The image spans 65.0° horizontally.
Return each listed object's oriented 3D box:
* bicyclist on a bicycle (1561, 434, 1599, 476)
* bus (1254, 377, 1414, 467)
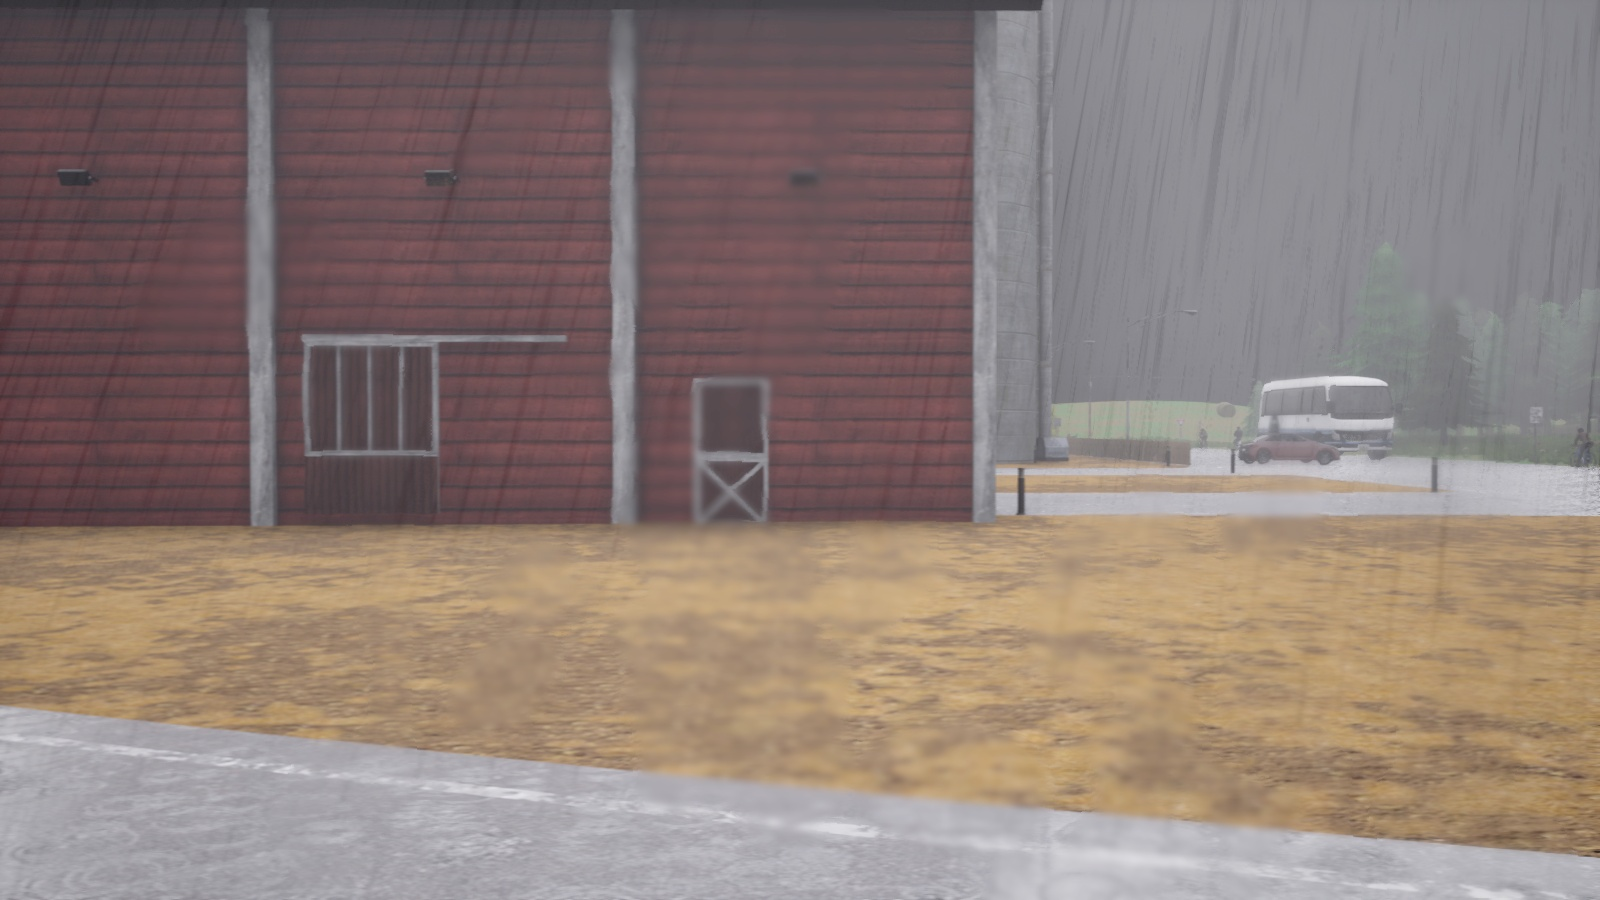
[{"bbox_3d":[30.845,0.196,49.541,0.582,1.620,1.656,0,1,0],"label":"bicyclist on a bicycle"},{"bbox_3d":[27.386,-1.422,65.182,3.944,4.253,10.273,0,1,0],"label":"bus"}]
